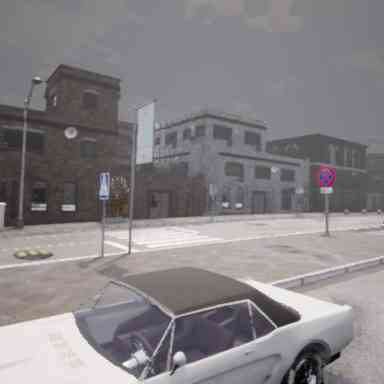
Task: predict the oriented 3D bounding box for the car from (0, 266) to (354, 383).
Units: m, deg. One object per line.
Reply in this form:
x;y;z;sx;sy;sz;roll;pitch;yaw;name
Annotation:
-0.437;1.595;3.391;4.718;1.301;1.895;0;0;-36;car

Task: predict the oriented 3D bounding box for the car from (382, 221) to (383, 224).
13.638;1.562;18.466;1.946;1.575;5.366;1;-1;-36;car
